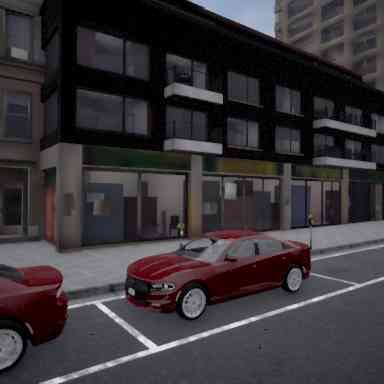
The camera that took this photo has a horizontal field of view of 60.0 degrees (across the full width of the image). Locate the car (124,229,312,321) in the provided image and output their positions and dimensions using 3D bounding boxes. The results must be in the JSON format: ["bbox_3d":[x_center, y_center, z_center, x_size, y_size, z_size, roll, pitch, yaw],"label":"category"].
[{"bbox_3d":[0.742,1.544,7.286,4.507,1.381,1.887,0,1,-35],"label":"car"}]

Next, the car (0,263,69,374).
[{"bbox_3d":[-3.877,1.543,3.991,4.507,1.381,1.887,0,1,-35],"label":"car"}]
